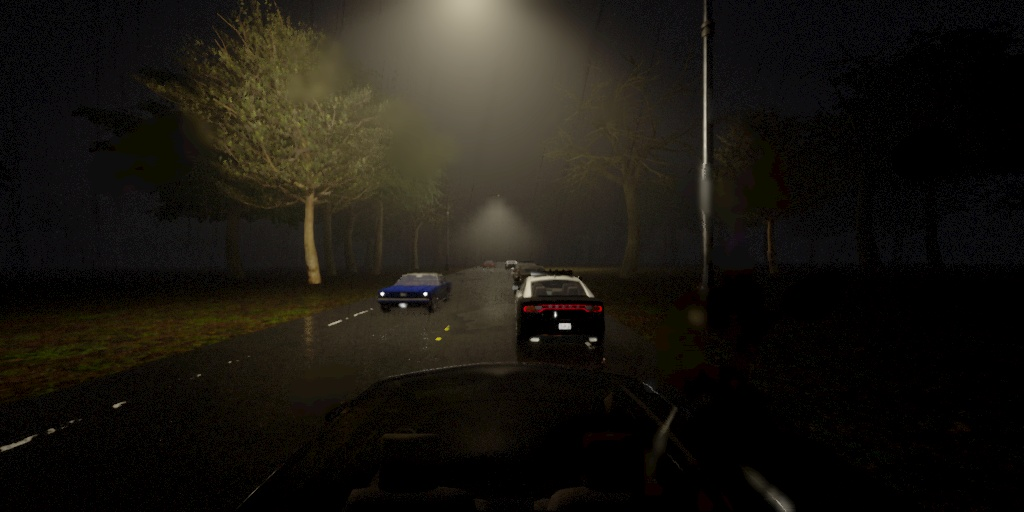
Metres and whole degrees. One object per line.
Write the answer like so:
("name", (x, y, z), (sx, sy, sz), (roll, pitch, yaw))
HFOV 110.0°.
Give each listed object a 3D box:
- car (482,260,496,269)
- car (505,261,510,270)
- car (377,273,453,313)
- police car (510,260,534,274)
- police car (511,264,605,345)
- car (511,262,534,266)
("car", (-3.696, 1.349, 58.055), (1.994, 1.385, 4.181), (0, 0, 0))
("car", (-0.037, 1.378, 52.779), (1.895, 1.301, 4.718), (0, 0, 0))
("car", (-3.626, 1.351, 14.157), (1.895, 1.301, 4.718), (0, 0, 0))
("police car", (1.001, 1.178, 25.626), (1.930, 1.638, 5.238), (0, 0, 0))
("police car", (1.033, 1.176, 9.623), (1.930, 1.638, 5.238), (0, 0, 0))
("car", (1.013, 1.257, 19.516), (1.837, 1.490, 4.892), (0, 0, 0))
